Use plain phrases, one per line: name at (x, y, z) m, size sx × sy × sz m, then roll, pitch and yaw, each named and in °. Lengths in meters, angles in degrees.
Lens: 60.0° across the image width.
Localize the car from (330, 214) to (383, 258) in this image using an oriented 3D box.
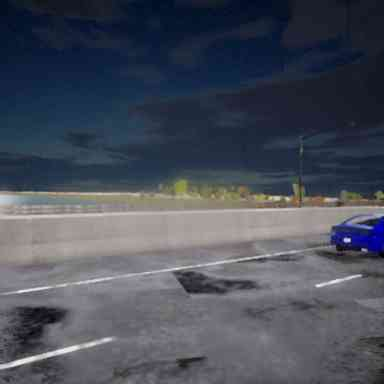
car at (7.719, 1.633, 13.582) m, size 5.008 × 1.535 × 1.882 m, roll 0°, pitch 0°, yaw -35°
